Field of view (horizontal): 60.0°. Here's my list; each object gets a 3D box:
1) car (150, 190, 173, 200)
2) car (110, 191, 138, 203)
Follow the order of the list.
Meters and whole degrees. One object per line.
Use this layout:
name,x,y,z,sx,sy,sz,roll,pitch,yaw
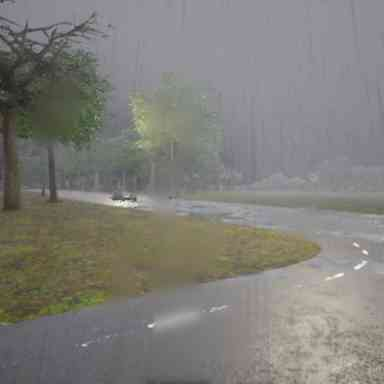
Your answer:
car,-4.661,0.451,49.597,1.994,1.385,4.181,-1,2,-35
car,-9.043,0.625,43.785,2.033,1.411,5.357,-1,2,-35
